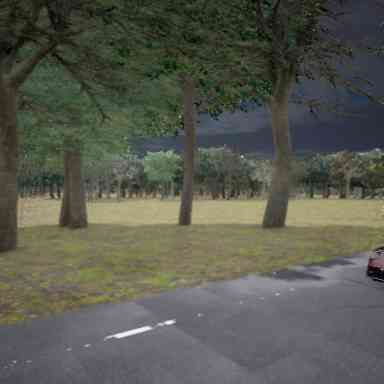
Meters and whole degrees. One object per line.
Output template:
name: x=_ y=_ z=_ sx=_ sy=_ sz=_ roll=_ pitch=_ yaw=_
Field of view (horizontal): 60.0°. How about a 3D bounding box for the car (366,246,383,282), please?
car: x=6.299 y=1.585 z=8.484 sx=4.181 sy=1.385 sz=1.994 roll=0 pitch=0 yaw=-36
